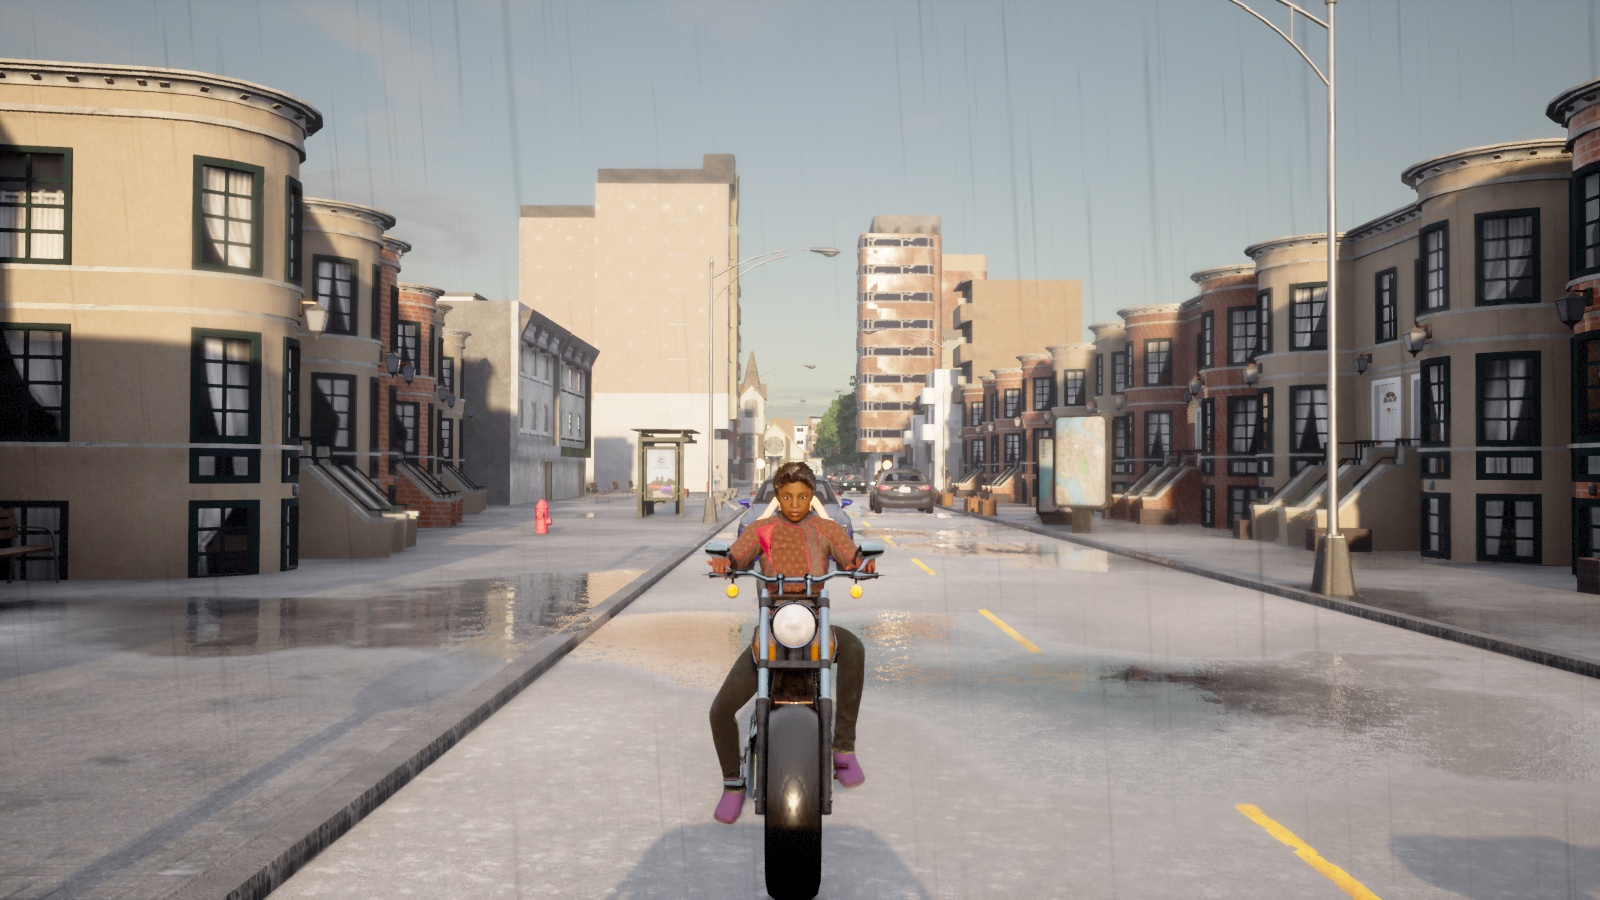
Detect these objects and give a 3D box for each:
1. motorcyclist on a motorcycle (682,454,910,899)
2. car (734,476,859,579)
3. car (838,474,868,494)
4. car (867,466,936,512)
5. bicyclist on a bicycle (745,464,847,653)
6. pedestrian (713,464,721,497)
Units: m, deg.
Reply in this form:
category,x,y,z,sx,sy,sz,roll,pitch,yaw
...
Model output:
category,x,y,z,sx,sy,sz,roll,pitch,yaw
motorcyclist on a motorcycle,-0.019,0.856,5.428,0.766,1.649,2.350,0,-1,0
car,-0.067,1.170,20.390,1.816,1.474,4.193,0,-1,0
car,3.679,2.369,87.692,1.895,1.301,4.718,0,-1,0
car,3.844,1.450,48.148,2.242,1.667,4.611,0,-1,0
bicyclist on a bicycle,-0.038,0.944,11.512,0.866,1.612,1.509,0,-1,0
pedestrian,-4.709,1.739,71.391,0.354,1.836,0.706,0,-1,1
